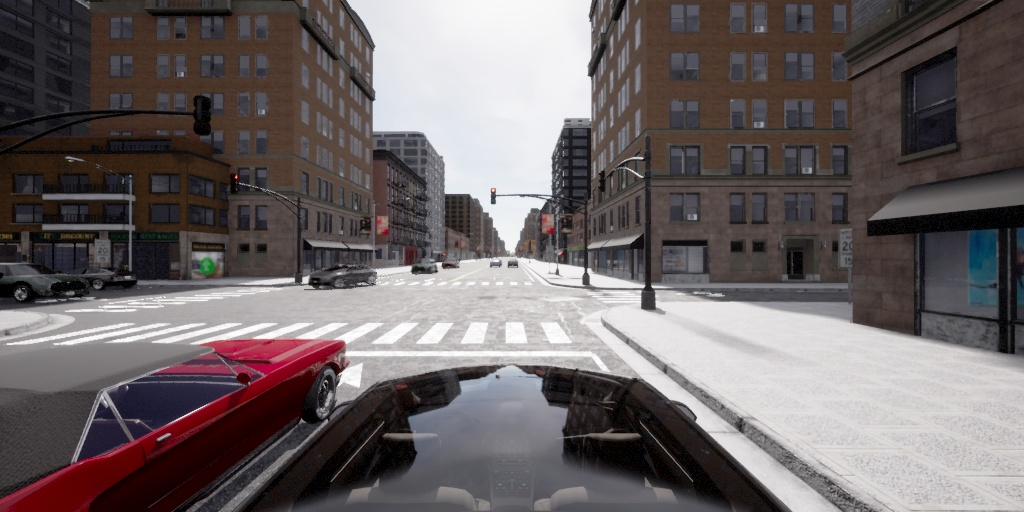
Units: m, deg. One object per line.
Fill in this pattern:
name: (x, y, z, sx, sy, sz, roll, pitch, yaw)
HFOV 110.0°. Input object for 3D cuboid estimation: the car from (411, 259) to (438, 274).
car: (-9.747, 1.099, 40.126, 2.097, 1.767, 4.553, 0, 0, 0)

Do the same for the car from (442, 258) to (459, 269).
car: (-9.685, 1.093, 56.671, 2.097, 1.767, 4.553, 0, 0, 0)

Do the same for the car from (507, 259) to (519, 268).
car: (0.166, 1.245, 62.199, 1.837, 1.490, 4.892, 0, 0, 0)

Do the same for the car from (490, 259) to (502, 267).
car: (-2.978, 1.287, 64.154, 2.033, 1.411, 5.357, 0, 0, 0)

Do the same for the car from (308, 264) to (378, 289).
car: (-10.881, 1.267, 23.507, 1.837, 1.490, 4.892, 2, 1, 18)

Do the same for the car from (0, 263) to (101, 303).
car: (-22.163, 1.095, 16.196, 4.553, 1.767, 2.097, 0, 0, 0)

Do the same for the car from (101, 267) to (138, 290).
car: (-25.321, 1.330, 21.705, 4.313, 1.339, 1.948, 0, 0, 0)

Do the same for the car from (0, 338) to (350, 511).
car: (-3.157, 1.351, 2.837, 1.895, 1.301, 4.718, 0, 0, 0)
